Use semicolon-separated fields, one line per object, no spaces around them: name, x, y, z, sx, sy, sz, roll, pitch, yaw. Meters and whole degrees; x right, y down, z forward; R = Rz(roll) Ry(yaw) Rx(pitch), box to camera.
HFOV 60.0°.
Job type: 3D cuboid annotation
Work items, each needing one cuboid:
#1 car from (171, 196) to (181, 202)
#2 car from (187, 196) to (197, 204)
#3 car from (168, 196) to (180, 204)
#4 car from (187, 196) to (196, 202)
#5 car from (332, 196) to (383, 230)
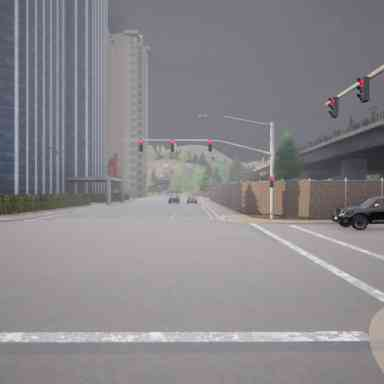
car;-3.603;1.540;74.406;2.033;1.411;5.357;0;0;0
car;0.009;1.564;64.585;1.994;1.385;4.181;0;0;0
car;-3.492;1.478;64.188;1.882;1.535;5.008;0;0;0
car;-0.104;1.595;74.547;1.895;1.301;4.718;0;0;0
car;11.816;1.277;20.920;5.566;2.045;2.150;0;0;0
